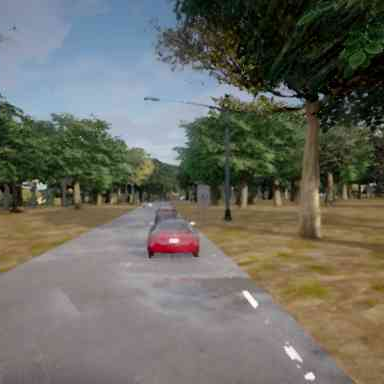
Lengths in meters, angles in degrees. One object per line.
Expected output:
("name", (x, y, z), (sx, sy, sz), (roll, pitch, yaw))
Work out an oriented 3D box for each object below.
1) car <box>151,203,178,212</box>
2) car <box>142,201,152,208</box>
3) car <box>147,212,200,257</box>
("car", (-2.194, 1.862, 28.603), (2.128, 1.511, 4.902), (0, -1, -5))
("car", (-8.582, 2.474, 64.188), (1.895, 1.301, 4.718), (0, -1, -5))
("car", (-0.804, 1.725, 13.790), (1.994, 1.385, 4.181), (0, -1, -5))
